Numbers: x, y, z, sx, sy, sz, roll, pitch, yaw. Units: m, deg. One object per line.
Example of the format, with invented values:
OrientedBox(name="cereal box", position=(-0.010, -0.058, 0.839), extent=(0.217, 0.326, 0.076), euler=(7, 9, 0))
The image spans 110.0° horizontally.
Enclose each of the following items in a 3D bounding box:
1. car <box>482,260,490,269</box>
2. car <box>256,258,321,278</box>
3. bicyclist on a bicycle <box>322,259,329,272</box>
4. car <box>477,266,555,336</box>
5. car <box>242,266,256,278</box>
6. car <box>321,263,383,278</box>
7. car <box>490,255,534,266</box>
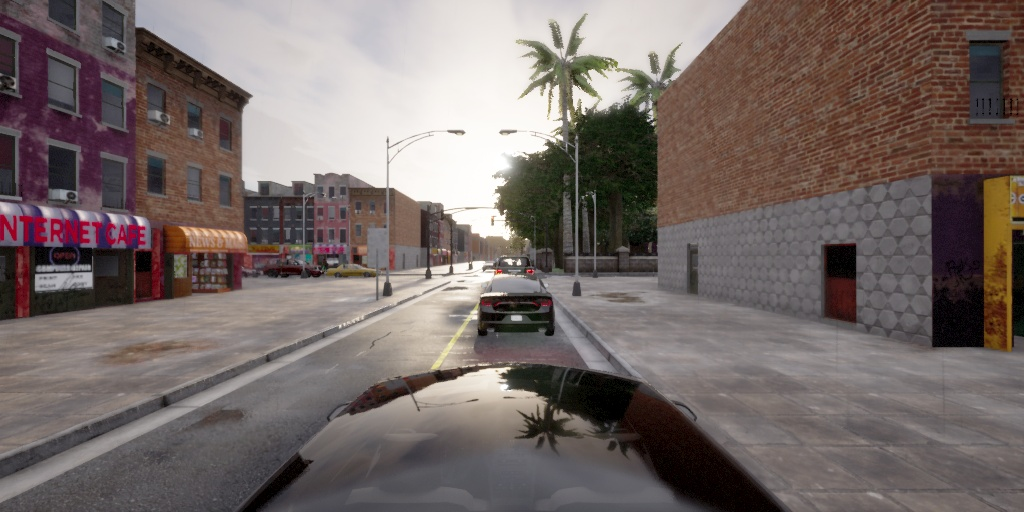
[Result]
OrientedBox(name="car", position=(-2.862, 1.316, 47.862), extent=(1.812, 1.442, 4.674), euler=(0, 0, 0))
OrientedBox(name="car", position=(-20.064, 1.127, 32.987), extent=(5.009, 1.841, 2.192), euler=(0, 0, 0))
OrientedBox(name="bicyclist on a bicycle", position=(-20.147, 1.124, 38.633), extent=(0.582, 1.620, 1.656), euler=(0, 0, 0))
OrientedBox(name="car", position=(0.098, 1.230, 10.449), extent=(1.882, 1.535, 5.008), euler=(0, 0, 0))
OrientedBox(name="car", position=(-25.516, 1.409, 32.980), extent=(4.207, 1.307, 1.802), euler=(0, 0, 0))
OrientedBox(name="car", position=(-14.443, 1.324, 32.994), extent=(4.829, 1.417, 1.751), euler=(0, 0, 0))
OrientedBox(name="car", position=(0.100, 0.980, 20.418), extent=(2.150, 2.045, 5.566), euler=(0, 0, -1))
